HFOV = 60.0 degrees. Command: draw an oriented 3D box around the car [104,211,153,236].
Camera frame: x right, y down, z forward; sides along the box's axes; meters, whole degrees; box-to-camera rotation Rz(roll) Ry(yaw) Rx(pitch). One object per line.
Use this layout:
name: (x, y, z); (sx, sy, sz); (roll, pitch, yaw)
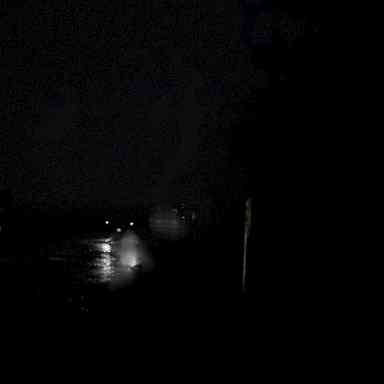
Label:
car: (-3.863, 1.881, 20.961); (1.895, 1.301, 4.718); (2, -1, 7)

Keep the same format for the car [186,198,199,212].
car: (-0.162, 1.920, 51.655); (2.150, 2.045, 5.566); (2, 0, 7)

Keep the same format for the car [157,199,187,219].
car: (-2.209, 1.862, 35.067); (2.097, 1.767, 4.553); (2, 0, 6)
